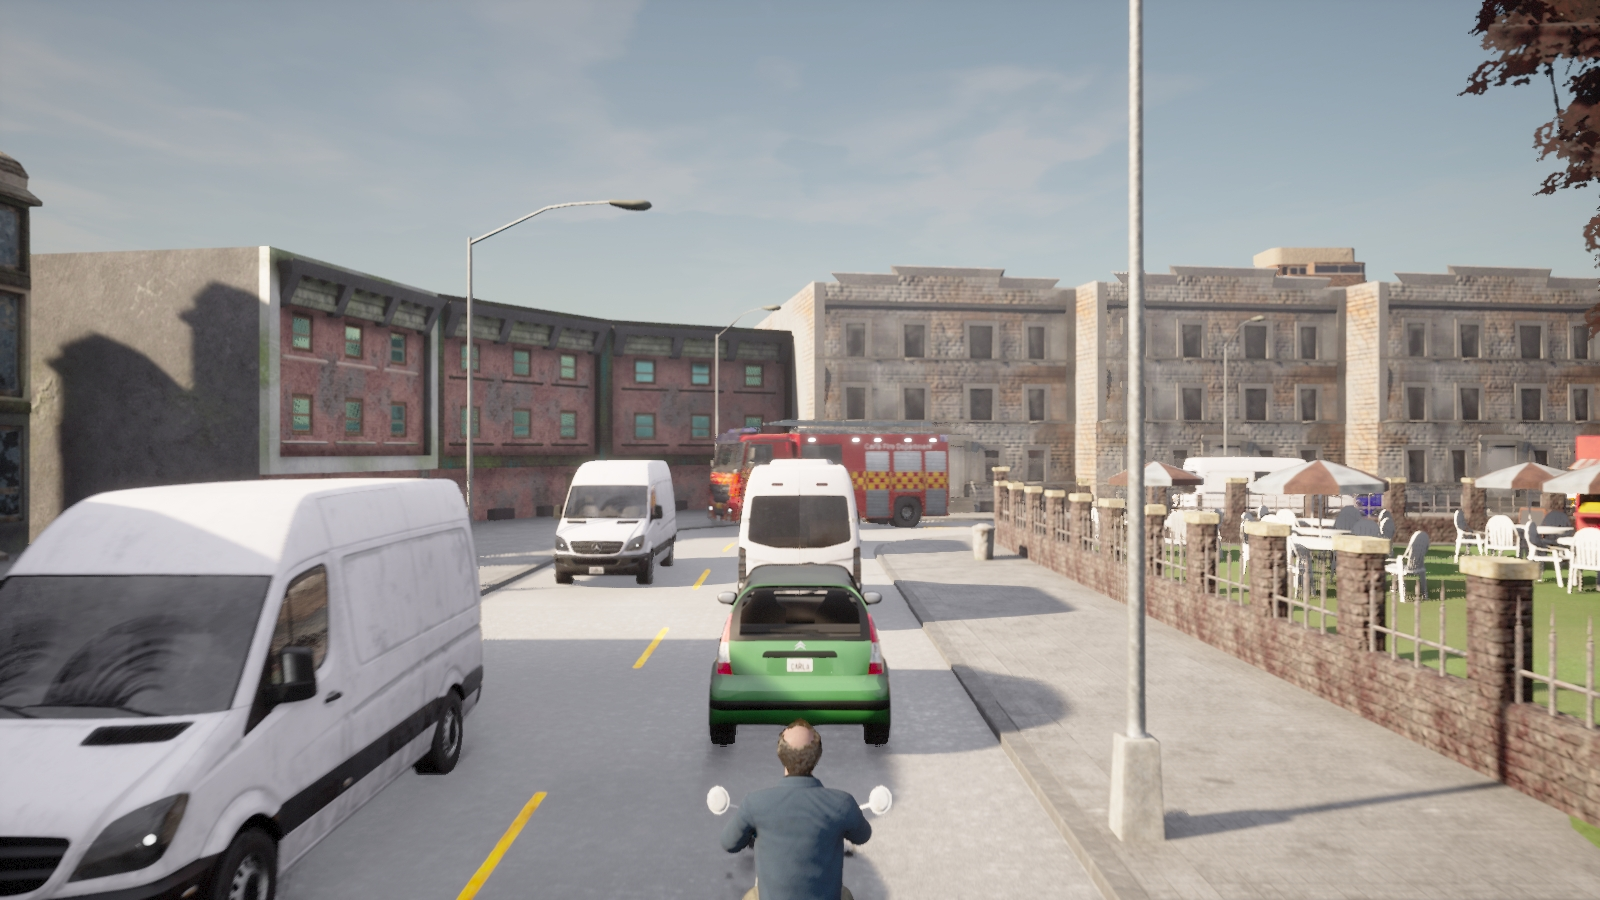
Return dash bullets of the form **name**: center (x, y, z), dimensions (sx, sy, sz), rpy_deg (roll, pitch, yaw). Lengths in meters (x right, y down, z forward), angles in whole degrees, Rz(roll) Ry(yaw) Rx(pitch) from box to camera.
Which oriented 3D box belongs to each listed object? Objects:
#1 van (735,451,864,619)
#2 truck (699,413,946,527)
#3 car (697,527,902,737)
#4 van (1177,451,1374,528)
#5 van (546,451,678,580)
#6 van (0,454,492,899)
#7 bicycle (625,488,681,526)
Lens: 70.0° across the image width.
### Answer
- **van**: center (-0.010, 1.314, 20.512), dimensions (1.988, 2.561, 5.915), rpy_deg (0, 0, 0)
- **truck**: center (0.854, 0.670, 41.318), dimensions (8.468, 3.827, 2.891), rpy_deg (0, 0, -23)
- **car**: center (-0.006, 1.779, 12.307), dimensions (1.851, 1.617, 3.988), rpy_deg (0, 0, 0)
- **van**: center (16.185, 1.312, 39.116), dimensions (5.915, 2.561, 1.988), rpy_deg (0, 0, 1)
- **van**: center (-4.062, 1.314, 25.755), dimensions (1.988, 2.561, 5.915), rpy_deg (0, 0, 0)
- **van**: center (-4.012, 1.314, 8.245), dimensions (1.988, 2.561, 5.915), rpy_deg (0, 0, 0)
- **bicycle**: center (-5.018, 1.938, 39.034), dimensions (1.835, 1.271, 0.329), rpy_deg (0, 0, 0)
